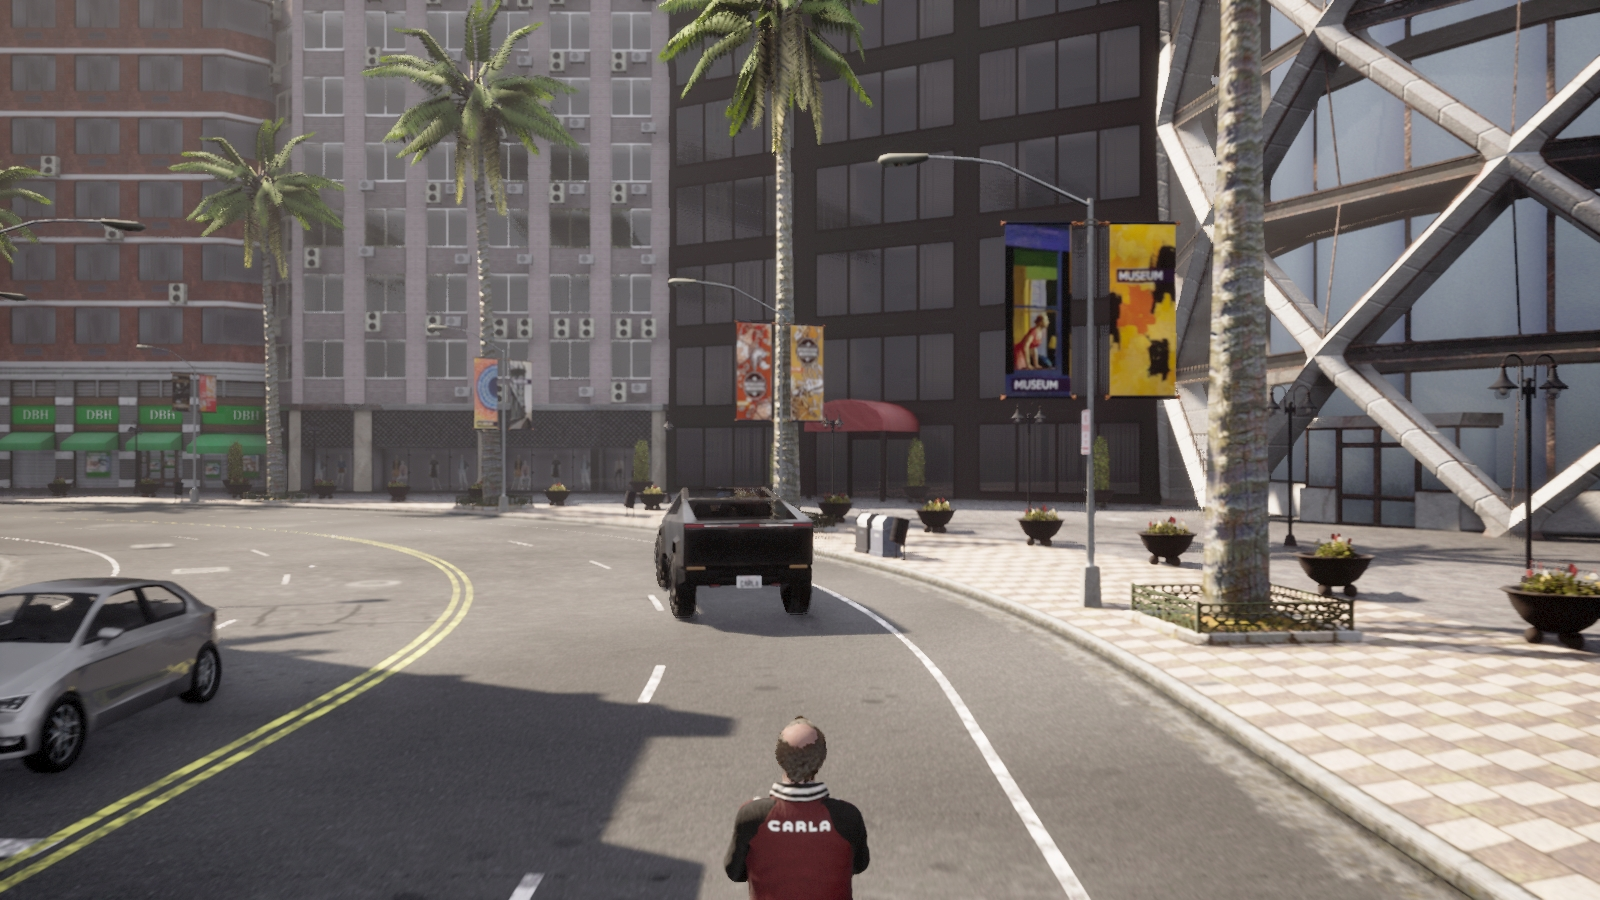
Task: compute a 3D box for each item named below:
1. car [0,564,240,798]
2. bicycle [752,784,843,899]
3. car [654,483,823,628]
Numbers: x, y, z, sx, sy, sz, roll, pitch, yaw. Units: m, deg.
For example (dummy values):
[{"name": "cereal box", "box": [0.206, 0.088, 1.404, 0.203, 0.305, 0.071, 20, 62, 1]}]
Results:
[{"name": "car", "box": [-7.346, 2.067, 11.257, 1.816, 1.474, 4.193, 0, 0, -3]}, {"name": "bicycle", "box": [-0.006, 2.211, 4.641, 0.329, 1.171, 1.835, 0, 0, 0]}, {"name": "car", "box": [-1.361, 1.756, 21.307, 2.390, 2.098, 6.274, 0, 0, -10]}]
